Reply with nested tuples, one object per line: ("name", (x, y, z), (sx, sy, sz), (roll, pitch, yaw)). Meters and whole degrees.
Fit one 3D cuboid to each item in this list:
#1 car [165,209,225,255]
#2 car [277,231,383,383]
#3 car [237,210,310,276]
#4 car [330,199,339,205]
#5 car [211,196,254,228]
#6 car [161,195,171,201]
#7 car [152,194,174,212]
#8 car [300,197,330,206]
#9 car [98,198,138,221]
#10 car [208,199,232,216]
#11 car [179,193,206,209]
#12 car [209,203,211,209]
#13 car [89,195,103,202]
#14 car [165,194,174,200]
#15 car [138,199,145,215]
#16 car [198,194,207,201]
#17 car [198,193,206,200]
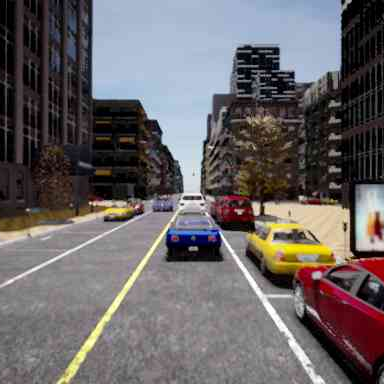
("car", (0.055, 1.563, 13.125), (1.895, 1.301, 4.718), (0, 0, 0))
("car", (2.689, 1.532, 4.329), (1.887, 1.381, 4.507), (1, 0, 0))
("car", (2.678, 1.496, 10.058), (1.752, 1.417, 4.829), (1, 0, 0))
("car", (26.126, 1.817, 65.253), (4.829, 1.417, 1.752), (1, -1, -1))
("car", (2.658, 1.255, 21.006), (2.192, 1.841, 5.009), (1, 0, 0))
("car", (-5.834, 1.314, 75.466), (1.752, 1.417, 4.829), (1, 0, 0))
("car", (-3.158, 1.248, 36.559), (2.097, 1.767, 4.553), (0, 0, 0))
("car", (20.733, 1.590, 56.889), (4.097, 1.590, 1.967), (1, -1, -1))
("car", (-5.735, 1.449, 26.380), (1.752, 1.417, 4.829), (1, 0, 0))
("car", (2.633, 1.453, 32.126), (1.887, 1.381, 4.507), (1, 0, 0))
("car", (0.026, 1.138, 28.728), (2.150, 2.045, 5.566), (0, 0, 0))
("car", (2.646, 1.239, 26.565), (2.192, 1.841, 5.009), (1, 0, 0))
("car", (-17.365, 1.098, 56.487), (4.507, 1.381, 1.887), (1, -1, -1))
("car", (-5.857, 1.303, 86.683), (1.887, 1.381, 4.507), (1, 0, 0))
("car", (-5.746, 1.348, 32.110), (1.967, 1.590, 4.097), (1, 0, 0))
("car", (2.535, 1.319, 81.162), (1.887, 1.381, 4.507), (1, 0, 0))
("car", (2.525, 1.200, 86.685), (1.967, 1.590, 4.097), (1, 0, 0))
